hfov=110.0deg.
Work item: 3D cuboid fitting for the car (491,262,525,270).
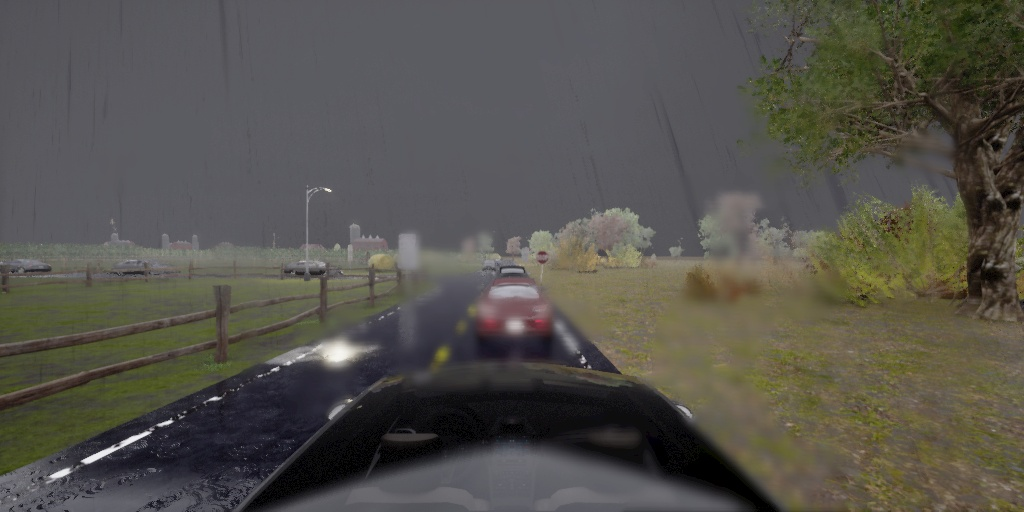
[{"bbox_3d":[-0.026,1.256,19.223,1.837,1.490,4.892,0,0,-2],"label":"car"}]

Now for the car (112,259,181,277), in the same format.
[{"bbox_3d":[-31.798,1.054,31.279,4.902,1.511,2.128,0,1,-1],"label":"car"}]

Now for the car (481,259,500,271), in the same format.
[{"bbox_3d":[-3.055,1.275,48.923,1.837,1.490,4.892,0,1,0],"label":"car"}]

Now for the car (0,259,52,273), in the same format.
[{"bbox_3d":[-46.632,0.991,33.951,4.181,1.385,1.994,0,1,0],"label":"car"}]

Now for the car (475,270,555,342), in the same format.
[{"bbox_3d":[0.060,1.274,9.703,1.812,1.442,4.674,0,0,0],"label":"car"}]

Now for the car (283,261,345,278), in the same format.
[{"bbox_3d":[-17.362,1.153,31.495,4.902,1.511,2.128,1,1,-1],"label":"car"}]
